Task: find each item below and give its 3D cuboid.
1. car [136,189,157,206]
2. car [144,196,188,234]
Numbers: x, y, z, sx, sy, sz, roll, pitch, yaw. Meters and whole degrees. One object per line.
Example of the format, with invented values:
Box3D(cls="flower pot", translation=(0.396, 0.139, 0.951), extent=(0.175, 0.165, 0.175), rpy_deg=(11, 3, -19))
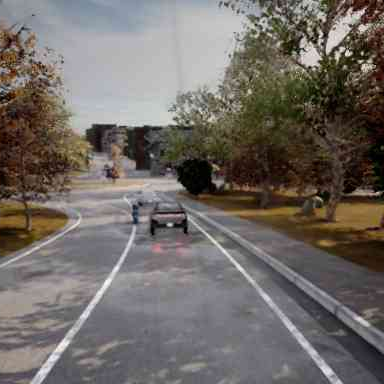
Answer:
Box3D(cls="car", translation=(-4.445, 0.455, 32.869), extent=(1.812, 1.442, 4.674), rpy_deg=(-1, 4, -15))
Box3D(cls="car", translation=(-1.316, 1.232, 17.627), extent=(2.128, 1.511, 4.902), rpy_deg=(-1, 2, -7))
